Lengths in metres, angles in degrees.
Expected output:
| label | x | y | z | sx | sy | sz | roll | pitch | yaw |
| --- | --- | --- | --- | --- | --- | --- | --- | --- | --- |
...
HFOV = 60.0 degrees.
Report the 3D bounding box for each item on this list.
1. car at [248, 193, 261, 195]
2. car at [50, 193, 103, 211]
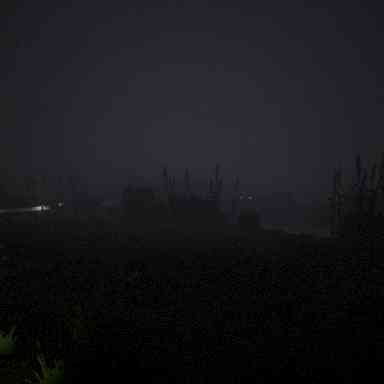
| label | x | y | z | sx | sy | sz | roll | pitch | yaw |
| --- | --- | --- | --- | --- | --- | --- | --- | --- | --- |
| car | 9.447 | 0.985 | 51.890 | 2.097 | 1.767 | 4.553 | 0 | -2 | 44 |
| car | -10.576 | 0.961 | 30.403 | 2.097 | 1.767 | 4.553 | 0 | 3 | 40 |
